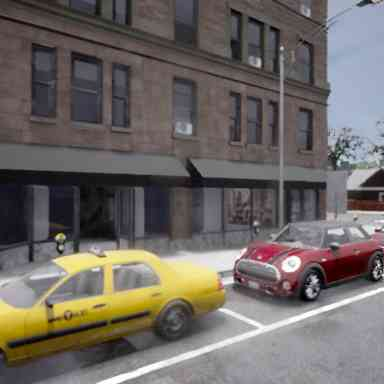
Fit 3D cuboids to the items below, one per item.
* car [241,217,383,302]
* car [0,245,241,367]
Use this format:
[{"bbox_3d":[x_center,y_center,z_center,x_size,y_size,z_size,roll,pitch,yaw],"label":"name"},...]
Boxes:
[{"bbox_3d":[2.951,1.484,8.297,4.097,1.590,1.967,0,0,-36],"label":"car"},{"bbox_3d":[-1.679,1.534,4.992,4.829,1.417,1.752,0,0,-36],"label":"car"}]
